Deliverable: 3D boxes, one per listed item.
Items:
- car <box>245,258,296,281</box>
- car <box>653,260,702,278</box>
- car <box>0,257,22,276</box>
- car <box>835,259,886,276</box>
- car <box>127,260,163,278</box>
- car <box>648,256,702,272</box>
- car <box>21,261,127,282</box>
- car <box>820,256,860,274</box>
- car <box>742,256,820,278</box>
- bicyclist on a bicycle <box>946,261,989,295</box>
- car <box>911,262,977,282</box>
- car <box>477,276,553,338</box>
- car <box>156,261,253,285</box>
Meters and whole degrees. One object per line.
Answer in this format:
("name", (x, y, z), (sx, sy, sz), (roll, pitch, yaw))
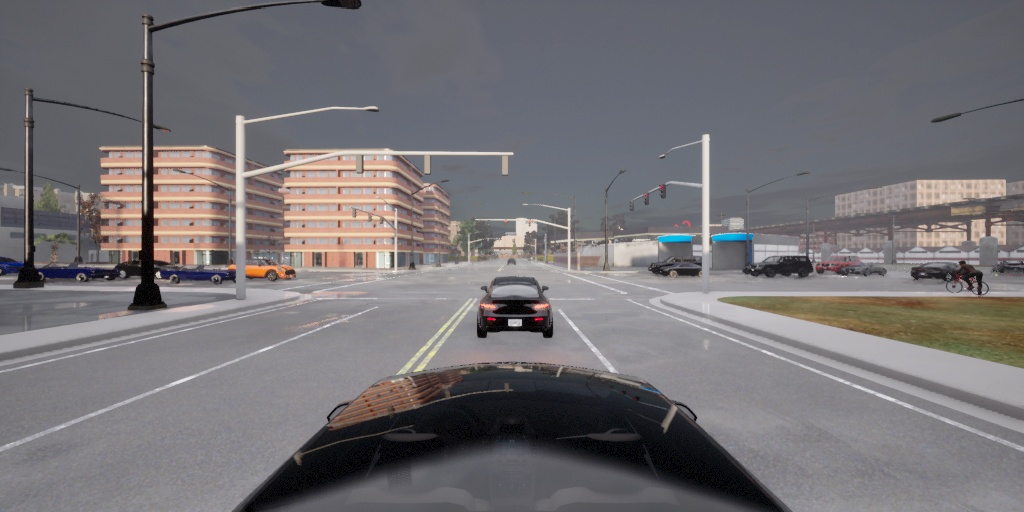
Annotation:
("car", (-19.458, 0.986, 28.007), (4.553, 1.767, 2.097), (1, 0, 1))
("car", (16.106, 1.314, 33.943), (4.181, 1.385, 1.994), (0, 0, 0))
("car", (-40.868, 0.775, 28.417), (5.008, 1.535, 1.882), (1, 0, 1))
("car", (35.253, 1.314, 36.009), (4.181, 1.385, 1.994), (0, 0, -18))
("car", (-28.234, 1.021, 28.172), (4.892, 1.490, 1.837), (1, 0, 1))
("car", (17.195, 0.971, 37.376), (5.566, 2.045, 2.150), (0, 0, 1))
("car", (-30.072, 1.088, 24.705), (4.718, 1.301, 1.895), (1, 0, 1))
("car", (36.633, 0.971, 40.103), (5.566, 2.045, 2.150), (0, 0, -22))
("car", (25.459, 0.971, 34.071), (5.566, 2.045, 2.150), (0, 0, -5))
("bicyclist on a bicycle", (21.913, 1.050, 17.291), (0.582, 1.620, 1.656), (0, 0, 0))
("car", (34.065, 1.227, 28.174), (5.008, 1.535, 1.882), (0, 0, -13))
("car", (0.075, 1.276, 10.056), (1.812, 1.442, 4.674), (0, 0, 0))
("car", (-20.958, 1.220, 24.538), (4.718, 1.301, 1.895), (1, 0, 2))
